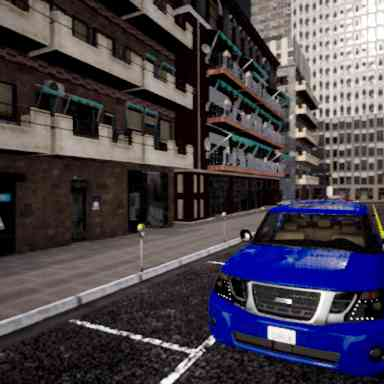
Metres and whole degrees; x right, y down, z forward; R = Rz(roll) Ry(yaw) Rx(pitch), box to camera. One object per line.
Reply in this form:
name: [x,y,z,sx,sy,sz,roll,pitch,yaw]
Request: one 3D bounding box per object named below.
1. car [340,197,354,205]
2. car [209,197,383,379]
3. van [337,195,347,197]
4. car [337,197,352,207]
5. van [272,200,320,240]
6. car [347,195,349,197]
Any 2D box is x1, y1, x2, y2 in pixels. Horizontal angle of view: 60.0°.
car: [26.412,1.509,56.680,1.887,1.381,4.507,-1,0,28]
car: [2.300,1.219,6.081,2.150,2.045,5.566,0,0,28]
van: [15.984,1.321,37.086,1.690,1.788,3.998,-1,0,28]
car: [23.806,1.534,51.782,1.947,1.339,4.313,-1,0,28]
van: [5.558,1.333,17.491,1.690,1.788,3.998,-1,0,28]
car: [21.197,1.287,46.884,2.192,1.841,5.009,-1,0,28]
